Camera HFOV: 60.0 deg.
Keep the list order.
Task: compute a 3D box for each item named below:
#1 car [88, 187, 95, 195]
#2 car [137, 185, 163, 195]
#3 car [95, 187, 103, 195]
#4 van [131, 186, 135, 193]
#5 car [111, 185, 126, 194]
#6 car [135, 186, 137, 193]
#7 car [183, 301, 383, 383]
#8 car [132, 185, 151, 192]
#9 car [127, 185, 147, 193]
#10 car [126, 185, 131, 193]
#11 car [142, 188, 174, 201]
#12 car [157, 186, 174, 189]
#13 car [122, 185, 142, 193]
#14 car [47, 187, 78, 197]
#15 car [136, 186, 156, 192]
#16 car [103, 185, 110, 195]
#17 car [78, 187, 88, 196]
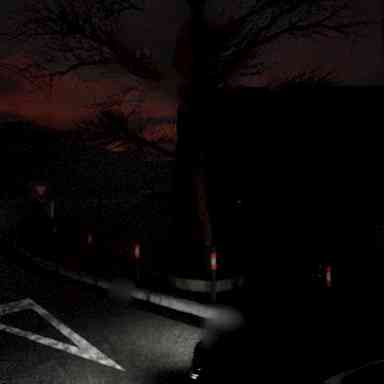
[{"bbox_3d":[-21.813,-0.099,64.418,4.674,1.452,2.002,2,2,17],"label":"car"},{"bbox_3d":[-8.198,-0.117,66.020,2.150,2.045,5.566,2,2,17],"label":"car"},{"bbox_3d":[-20.977,-0.317,67.042,4.553,1.767,2.185,2,2,17],"label":"car"},{"bbox_3d":[-16.869,-0.711,80.201,4.442,1.987,1.878,2,2,17],"label":"van"},{"bbox_3d":[-18.616,-0.621,74.969,5.566,2.045,2.435,2,2,17],"label":"car"},{"bbox_3d":[-16.186,-0.548,82.880,5.008,1.535,2.097,2,2,17],"label":"car"},{"bbox_3d":[2.169,1.505,2.267,4.892,1.490,1.837,-1,0,35],"label":"car"},{"bbox_3d":[-13.735,-0.845,90.776,4.553,1.767,2.185,2,2,17],"label":"car"},{"bbox_3d":[-14.599,-0.790,88.157,4.553,1.767,2.185,2,2,17],"label":"car"},{"bbox_3d":[-17.613,-0.426,77.551,5.366,1.575,1.946,2,2,17],"label":"car"},{"bbox_3d":[-4.721,0.641,51.522,4.792,1.488,2.163,2,1,17],"label":"car"},{"bbox_3d":[-3.069,0.397,56.698,4.553,1.767,2.185,2,2,17],"label":"car"},{"bbox_3d":[-15.403,-0.733,85.521,4.553,1.767,2.185,2,2,17],"label":"car"},{"bbox_3d":[-23.391,-0.162,59.128,4.553,1.767,2.185,2,2,17],"label":"car"},{"bbox_3d":[-12.957,-0.774,93.423,4.892,1.521,2.231,2,2,17],"label":"car"},{"bbox_3d":[-20.210,-0.248,69.698,4.892,1.521,2.231,2,2,17],"label":"car"},{"bbox_3d":[-22.623,-0.086,61.784,5.008,1.535,2.097,2,2,17],"label":"car"}]
